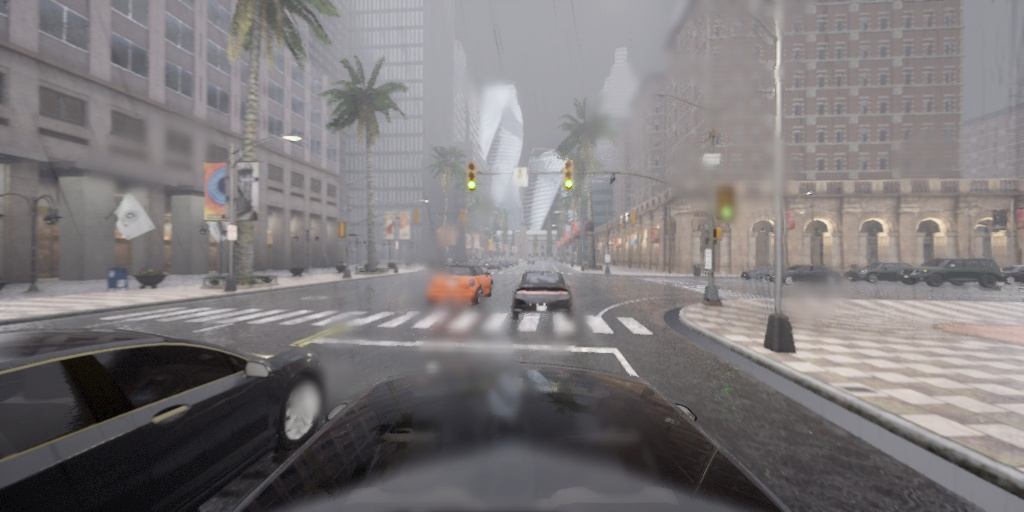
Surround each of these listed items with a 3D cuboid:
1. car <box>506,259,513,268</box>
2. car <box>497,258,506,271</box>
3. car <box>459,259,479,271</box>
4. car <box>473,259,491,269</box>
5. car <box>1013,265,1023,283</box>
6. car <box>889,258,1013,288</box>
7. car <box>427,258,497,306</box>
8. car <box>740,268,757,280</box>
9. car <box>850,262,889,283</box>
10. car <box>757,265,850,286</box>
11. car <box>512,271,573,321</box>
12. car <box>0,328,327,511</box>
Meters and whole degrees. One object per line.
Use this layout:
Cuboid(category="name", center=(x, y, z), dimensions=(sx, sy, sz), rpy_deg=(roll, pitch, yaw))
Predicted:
Cuboid(category="car", center=(-1.524, 1.356, 60.620), dimensions=(1.994, 1.385, 4.181), rpy_deg=(0, 0, 6))
Cuboid(category="car", center=(-2.437, 1.285, 51.776), dimensions=(1.837, 1.490, 4.892), rpy_deg=(0, 0, 6))
Cuboid(category="car", center=(-6.017, 1.265, 51.126), dimensions=(1.837, 1.490, 4.892), rpy_deg=(0, 0, 6))
Cuboid(category="car", center=(-5.064, 1.264, 60.400), dimensions=(2.128, 1.511, 4.902), rpy_deg=(0, 0, 6))
Cuboid(category="car", center=(40.404, 1.472, 28.626), dimensions=(5.008, 1.535, 1.882), rpy_deg=(0, 0, 5))
Cuboid(category="car", center=(31.515, 1.165, 25.934), dimensions=(5.566, 2.045, 2.150), rpy_deg=(0, 0, 6))
Cuboid(category="car", center=(-2.135, 1.103, 15.990), dimensions=(2.097, 1.767, 4.553), rpy_deg=(0, 0, 5))
Cuboid(category="car", center=(21.810, 1.458, 30.351), dimensions=(4.181, 1.385, 1.994), rpy_deg=(0, 0, 5))
Cuboid(category="car", center=(30.360, 1.292, 29.558), dimensions=(4.553, 1.767, 2.097), rpy_deg=(0, 0, 5))
Cuboid(category="car", center=(21.694, 1.395, 26.850), dimensions=(4.892, 1.490, 1.837), rpy_deg=(0, 0, 4))
Cuboid(category="car", center=(1.059, 1.258, 12.542), dimensions=(2.128, 1.511, 4.902), rpy_deg=(0, 0, 5))
Cuboid(category="car", center=(-3.088, 1.238, 2.287), dimensions=(1.837, 1.490, 4.892), rpy_deg=(0, 0, 0))
